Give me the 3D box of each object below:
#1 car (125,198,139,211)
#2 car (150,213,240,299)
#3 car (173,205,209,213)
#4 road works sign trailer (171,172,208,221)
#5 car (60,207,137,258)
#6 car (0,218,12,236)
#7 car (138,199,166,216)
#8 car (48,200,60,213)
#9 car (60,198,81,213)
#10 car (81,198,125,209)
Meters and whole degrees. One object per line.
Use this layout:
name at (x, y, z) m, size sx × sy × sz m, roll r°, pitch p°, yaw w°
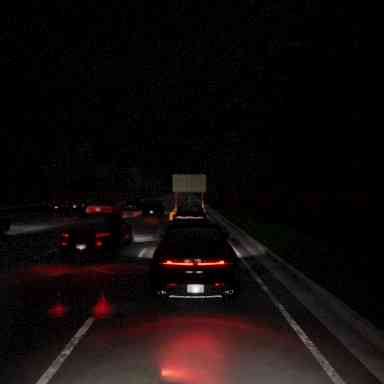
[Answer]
car at (-7.239, 1.490, 41.436) m, size 2.128 × 1.511 × 4.902 m, roll 0°, pitch 0°, yaw 0°
car at (0.047, 1.505, 8.453) m, size 1.837 × 1.490 × 4.892 m, roll 0°, pitch 0°, yaw 0°
car at (-0.066, 1.488, 18.841) m, size 2.128 × 1.511 × 4.902 m, roll 0°, pitch 0°, yaw 1°
road works sign trailer at (-0.186, 0.464, 22.712) m, size 2.380 × 3.560 × 2.880 m, roll 0°, pitch 0°, yaw -3°
car at (-3.485, 1.525, 12.695) m, size 1.812 × 1.442 × 4.674 m, roll 0°, pitch 0°, yaw 0°
car at (-10.506, 1.600, 15.561) m, size 1.895 × 1.301 × 4.718 m, roll 0°, pitch 0°, yaw -1°
car at (-3.653, 1.506, 32.106) m, size 1.837 × 1.490 × 4.892 m, roll 0°, pitch 0°, yaw -1°
car at (-14.194, 1.562, 36.690) m, size 1.994 × 1.385 × 4.181 m, roll 0°, pitch 0°, yaw -1°
car at (-10.654, 1.351, 32.263) m, size 2.097 × 1.767 × 4.553 m, roll 0°, pitch 0°, yaw 0°
car at (-7.106, 1.353, 27.073) m, size 2.097 × 1.767 × 4.553 m, roll 0°, pitch 0°, yaw -1°
